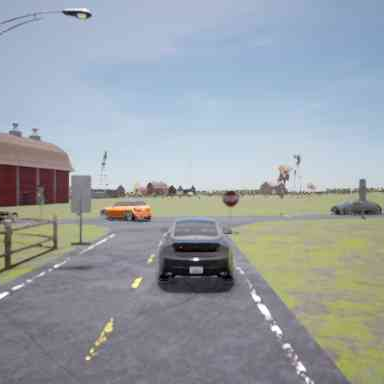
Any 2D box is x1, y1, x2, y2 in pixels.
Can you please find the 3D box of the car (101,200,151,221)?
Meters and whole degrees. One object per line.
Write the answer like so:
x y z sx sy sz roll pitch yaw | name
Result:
-5.594 1.452 27.839 4.553 1.767 2.097 -1 0 37 | car

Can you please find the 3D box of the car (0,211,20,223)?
-16.831 1.871 27.360 4.718 1.301 1.895 -1 -1 6 | car

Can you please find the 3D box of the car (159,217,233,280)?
0.098 1.516 9.915 1.837 1.490 4.892 0 0 0 | car

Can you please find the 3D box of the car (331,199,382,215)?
14.755 1.338 29.940 4.181 1.385 1.994 -1 -1 -4 | car
